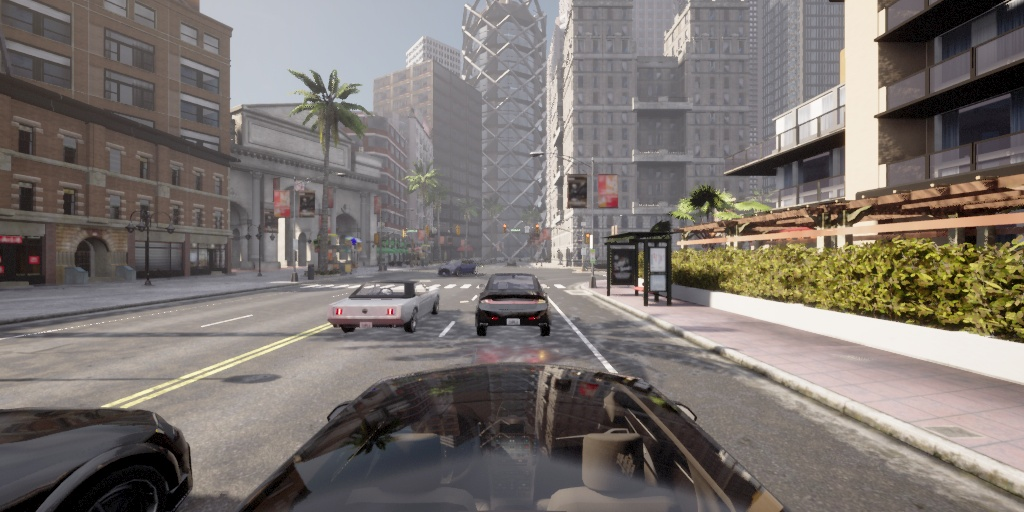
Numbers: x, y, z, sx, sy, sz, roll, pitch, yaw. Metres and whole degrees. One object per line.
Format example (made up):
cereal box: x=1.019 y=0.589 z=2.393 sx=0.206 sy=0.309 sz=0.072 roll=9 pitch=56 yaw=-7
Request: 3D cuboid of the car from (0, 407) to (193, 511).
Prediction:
car: x=-3.392 y=1.314 z=0.930 sx=1.994 sy=1.385 sz=4.181 roll=0 pitch=0 yaw=0

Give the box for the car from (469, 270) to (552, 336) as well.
car: x=0.041 y=1.242 z=10.370 sx=2.128 sy=1.511 sz=4.902 roll=0 pitch=0 yaw=0

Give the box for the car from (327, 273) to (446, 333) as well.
car: x=-3.457 y=1.351 z=10.750 sx=1.895 sy=1.301 sz=4.718 roll=0 pitch=0 yaw=0

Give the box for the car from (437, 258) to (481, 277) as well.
car: x=-5.406 y=1.102 z=35.703 sx=2.097 sy=1.767 sz=4.553 roll=0 pitch=0 yaw=26

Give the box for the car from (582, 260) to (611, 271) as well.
car: x=12.218 y=1.254 z=50.077 sx=4.892 sy=1.490 sz=1.837 roll=0 pitch=0 yaw=2
